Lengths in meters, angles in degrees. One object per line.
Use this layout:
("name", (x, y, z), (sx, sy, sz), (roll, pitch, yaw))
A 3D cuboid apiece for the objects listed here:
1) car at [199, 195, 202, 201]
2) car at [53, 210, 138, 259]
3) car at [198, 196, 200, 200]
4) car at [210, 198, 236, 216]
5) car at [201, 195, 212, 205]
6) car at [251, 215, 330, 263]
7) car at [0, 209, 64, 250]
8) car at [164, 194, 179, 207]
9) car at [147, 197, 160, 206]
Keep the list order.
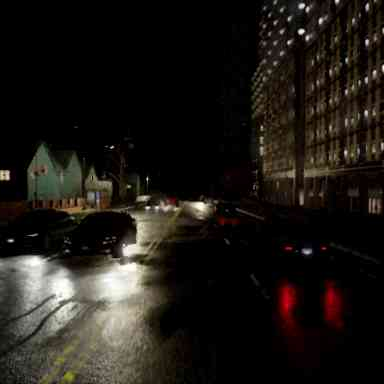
("car", (3.218, 1.779, 73.878), (2.033, 1.411, 5.357), (0, 0, 0))
("car", (-3.356, 1.504, 12.977), (1.882, 1.535, 5.008), (0, 0, 0))
("car", (3.212, 1.786, 84.882), (1.837, 1.490, 4.892), (0, 0, 0))
("car", (3.335, 1.573, 33.933), (2.128, 1.511, 4.902), (0, 0, 0))
("car", (3.222, 1.713, 62.874), (1.812, 1.442, 4.674), (0, 0, 0))
("car", (3.345, 1.551, 11.959), (1.812, 1.442, 4.674), (0, 0, 0))
("car", (-6.605, 1.535, 14.553), (1.837, 1.490, 4.892), (0, 0, 0))
("car", (-3.339, 1.374, 53.980), (2.150, 2.045, 5.566), (0, 0, 0))
("car", (-6.572, 1.669, 56.849), (1.837, 1.490, 4.892), (0, 0, 1))
